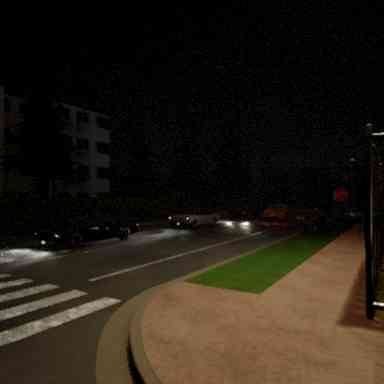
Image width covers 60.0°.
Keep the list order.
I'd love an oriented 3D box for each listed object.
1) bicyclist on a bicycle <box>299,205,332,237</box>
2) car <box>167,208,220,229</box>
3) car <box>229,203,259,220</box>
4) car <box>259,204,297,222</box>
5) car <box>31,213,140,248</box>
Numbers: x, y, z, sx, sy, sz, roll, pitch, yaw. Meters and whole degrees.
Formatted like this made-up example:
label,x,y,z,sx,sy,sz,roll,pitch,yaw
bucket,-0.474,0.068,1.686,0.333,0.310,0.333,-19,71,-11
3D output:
label,x,y,z,sx,sy,sz,roll,pitch,yaw
bicyclist on a bicycle,6.290,1.482,17.001,1.656,1.620,0.582,-1,-1,31
car,0.214,1.872,24.265,1.895,1.301,4.718,0,-1,31
car,5.302,1.840,32.524,1.882,1.535,5.008,0,-1,32
car,8.054,1.808,30.108,1.882,1.535,5.008,0,-1,31
car,-4.794,1.727,16.041,2.033,1.411,5.357,0,-1,31
